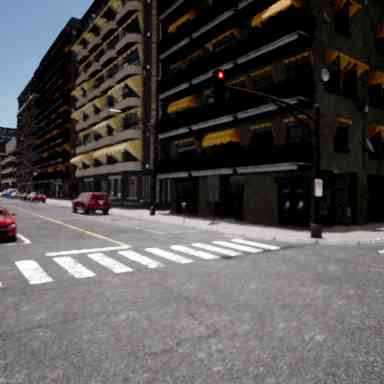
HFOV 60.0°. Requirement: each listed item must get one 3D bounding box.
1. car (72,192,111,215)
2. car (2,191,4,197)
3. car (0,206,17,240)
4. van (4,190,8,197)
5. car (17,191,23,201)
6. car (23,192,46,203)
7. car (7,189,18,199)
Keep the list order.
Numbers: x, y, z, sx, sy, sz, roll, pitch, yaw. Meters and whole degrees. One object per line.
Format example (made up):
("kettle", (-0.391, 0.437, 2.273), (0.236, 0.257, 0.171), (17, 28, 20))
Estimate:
("car", (-8.656, 0.938, 28.563), (2.192, 1.841, 5.009), (2, 0, -36))
("car", (-38.532, 0.276, 69.788), (1.967, 1.590, 4.097), (2, 0, -36))
("car", (-8.805, 1.261, 14.479), (1.887, 1.381, 4.507), (2, 0, -36))
("van", (-35.210, 0.264, 65.207), (1.690, 1.788, 3.998), (2, 0, -36))
("car", (-25.259, 0.752, 51.465), (1.947, 1.339, 4.313), (2, 0, -36))
("car", (-21.936, 0.713, 46.886), (1.967, 1.590, 4.097), (2, 0, -36))
("car", (-31.996, 0.533, 60.765), (1.752, 1.417, 4.829), (2, 0, -36))
